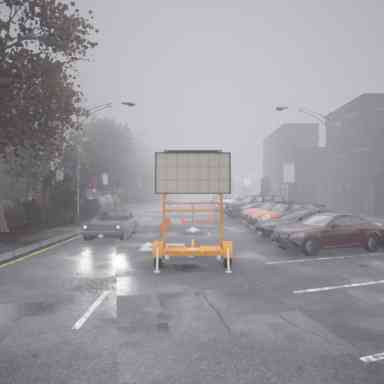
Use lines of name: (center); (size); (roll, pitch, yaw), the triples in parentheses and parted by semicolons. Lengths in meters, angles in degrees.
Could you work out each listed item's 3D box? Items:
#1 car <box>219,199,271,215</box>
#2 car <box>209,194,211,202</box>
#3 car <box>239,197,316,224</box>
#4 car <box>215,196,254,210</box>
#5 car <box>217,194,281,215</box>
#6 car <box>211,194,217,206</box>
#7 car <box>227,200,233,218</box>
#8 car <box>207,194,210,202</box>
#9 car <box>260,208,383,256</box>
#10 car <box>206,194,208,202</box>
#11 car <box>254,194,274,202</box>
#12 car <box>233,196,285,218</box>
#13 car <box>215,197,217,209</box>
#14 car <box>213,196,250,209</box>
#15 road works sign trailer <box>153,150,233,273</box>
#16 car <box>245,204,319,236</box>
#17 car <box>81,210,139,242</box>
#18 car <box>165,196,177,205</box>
car: (5.417, 1.545, 33.939); (4.792, 1.488, 2.163); (1, 0, -20)
car: (5.580, 1.447, 51.972); (4.553, 1.767, 2.185); (1, 0, -20)
car: (5.393, 1.366, 18.948); (4.553, 1.767, 2.185); (1, 0, -20)
car: (5.468, 1.414, 42.954); (4.553, 1.767, 2.185); (1, 0, -20)
car: (5.400, 1.252, 27.924); (5.566, 2.045, 2.435); (1, 0, -20)
car: (5.441, 1.271, 36.941); (5.566, 2.045, 2.435); (1, 0, -20)
car: (5.389, 1.539, 24.946); (4.674, 1.452, 2.002); (1, 0, -20)
car: (5.552, 1.584, 54.975); (5.008, 1.535, 2.097); (1, -1, -20)
car: (5.337, 1.528, 12.936); (4.674, 1.452, 2.002); (1, 0, -20)
car: (5.620, 1.392, 70.013); (5.566, 2.045, 2.435); (1, 0, -20)
car: (18.635, 1.464, 85.965); (2.435, 2.045, 5.566); (0, 0, -21)
car: (5.409, 1.370, 21.949); (4.553, 1.767, 2.185); (1, 0, -20)
car: (5.254, 1.504, 30.882); (5.366, 1.575, 1.946); (1, 0, -20)
car: (5.485, 1.425, 45.956); (4.553, 1.767, 2.185); (1, 0, -20)
road works sign trailer: (0.028, 0.465, 10.679); (2.380, 3.560, 2.880); (0, 0, 0)
car: (5.319, 1.518, 15.928); (4.792, 1.488, 2.163); (1, 0, -20)
car: (-3.925, 1.605, 16.568); (1.895, 1.301, 4.718); (0, 0, 0)
car: (-3.913, 1.471, 60.498); (2.097, 1.767, 4.553); (0, 0, 0)
